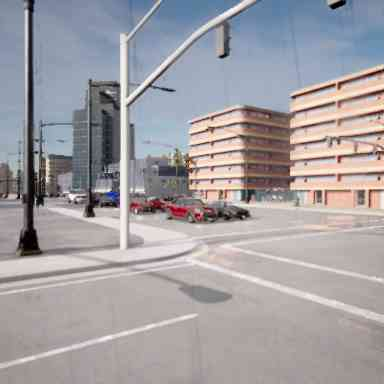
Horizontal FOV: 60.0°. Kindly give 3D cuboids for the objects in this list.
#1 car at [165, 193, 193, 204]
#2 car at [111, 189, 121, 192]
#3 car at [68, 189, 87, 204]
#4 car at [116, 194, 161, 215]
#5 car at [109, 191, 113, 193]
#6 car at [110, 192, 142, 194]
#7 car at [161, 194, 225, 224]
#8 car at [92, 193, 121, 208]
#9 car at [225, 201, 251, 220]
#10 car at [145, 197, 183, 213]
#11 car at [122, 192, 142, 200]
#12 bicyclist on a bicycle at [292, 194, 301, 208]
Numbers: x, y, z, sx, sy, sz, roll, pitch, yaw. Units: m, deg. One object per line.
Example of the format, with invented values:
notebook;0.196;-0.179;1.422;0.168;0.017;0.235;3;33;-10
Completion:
car;-2.169;0.994;52.543;2.128;1.511;4.902;0;1;-34
car;-14.705;0.442;64.494;2.150;2.045;5.566;0;1;-34
car;-16.265;0.636;48.070;2.150;2.045;5.566;0;1;-33
car;-5.182;1.239;31.780;1.882;1.535;5.008;0;1;-34
car;-14.438;0.889;51.618;1.837;1.490;4.892;0;1;-34
car;-8.646;1.093;43.077;1.812;1.442;4.674;0;1;-34
car;-0.037;1.242;24.270;2.097;1.767;4.553;0;1;-34
car;-10.303;1.167;39.291;1.994;1.385;4.181;0;1;-34
car;2.345;1.426;26.978;2.033;1.411;5.357;0;1;-35
car;-3.001;1.269;34.799;1.812;1.442;4.674;0;1;-34
car;-12.032;0.710;66.812;2.128;1.511;4.902;0;0;-34
bicyclist on a bicycle;12.837;1.120;40.855;1.656;1.620;0.582;0;1;-34
